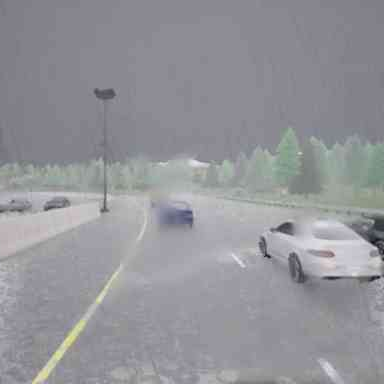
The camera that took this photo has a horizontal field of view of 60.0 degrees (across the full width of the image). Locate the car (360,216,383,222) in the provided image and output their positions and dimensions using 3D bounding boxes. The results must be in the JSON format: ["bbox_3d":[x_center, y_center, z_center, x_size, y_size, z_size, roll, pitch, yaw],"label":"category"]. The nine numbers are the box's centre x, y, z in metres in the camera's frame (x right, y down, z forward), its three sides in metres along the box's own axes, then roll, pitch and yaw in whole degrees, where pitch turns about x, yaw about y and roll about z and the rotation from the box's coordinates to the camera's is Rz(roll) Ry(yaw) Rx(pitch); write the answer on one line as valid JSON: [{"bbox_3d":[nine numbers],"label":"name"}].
[{"bbox_3d":[6.656,1.475,11.702,1.895,1.301,4.718,0,1,-3],"label":"car"}]

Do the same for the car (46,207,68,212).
[{"bbox_3d":[-13.919,1.255,34.834,2.033,1.411,5.357,0,1,-10],"label":"car"}]

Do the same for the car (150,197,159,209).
[{"bbox_3d":[-3.835,1.248,38.700,1.895,1.301,4.718,0,1,-12],"label":"car"}]

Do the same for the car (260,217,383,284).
[{"bbox_3d":[3.267,1.431,9.223,1.812,1.442,4.674,0,1,-3],"label":"car"}]

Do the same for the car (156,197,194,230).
[{"bbox_3d":[-1.021,1.295,19.836,1.882,1.535,5.008,0,1,-6],"label":"car"}]
